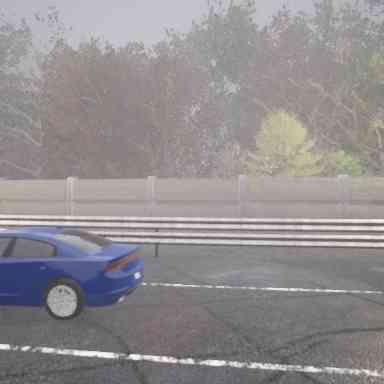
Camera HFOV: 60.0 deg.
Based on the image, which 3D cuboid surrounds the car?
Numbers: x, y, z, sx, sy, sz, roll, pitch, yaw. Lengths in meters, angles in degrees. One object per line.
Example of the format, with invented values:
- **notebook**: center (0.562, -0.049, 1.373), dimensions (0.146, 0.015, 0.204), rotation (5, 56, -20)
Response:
- **car**: center (-3.499, 1.473, 6.894), dimensions (5.008, 1.535, 1.882), rotation (0, 0, 9)
